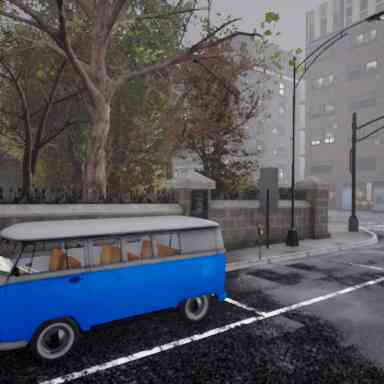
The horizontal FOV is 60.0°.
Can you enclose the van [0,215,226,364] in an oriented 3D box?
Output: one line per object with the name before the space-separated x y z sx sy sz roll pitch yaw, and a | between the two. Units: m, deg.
van | -1.276 1.341 5.581 3.998 1.788 1.690 0 1 -35
